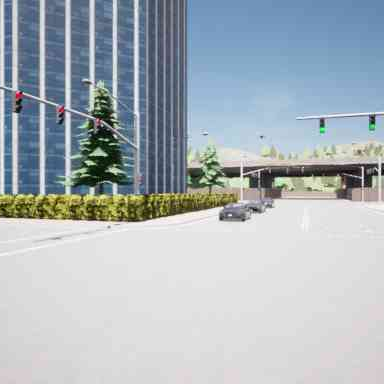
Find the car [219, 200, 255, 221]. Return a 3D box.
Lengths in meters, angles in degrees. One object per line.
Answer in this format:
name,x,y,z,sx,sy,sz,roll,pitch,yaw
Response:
car,3.540,1.564,26.925,1.994,1.385,4.181,0,0,19

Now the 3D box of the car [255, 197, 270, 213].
car,7.054,1.547,36.954,2.033,1.411,5.357,0,0,19

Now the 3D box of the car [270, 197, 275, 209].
car,10.382,1.490,46.381,2.128,1.511,4.902,0,0,20
